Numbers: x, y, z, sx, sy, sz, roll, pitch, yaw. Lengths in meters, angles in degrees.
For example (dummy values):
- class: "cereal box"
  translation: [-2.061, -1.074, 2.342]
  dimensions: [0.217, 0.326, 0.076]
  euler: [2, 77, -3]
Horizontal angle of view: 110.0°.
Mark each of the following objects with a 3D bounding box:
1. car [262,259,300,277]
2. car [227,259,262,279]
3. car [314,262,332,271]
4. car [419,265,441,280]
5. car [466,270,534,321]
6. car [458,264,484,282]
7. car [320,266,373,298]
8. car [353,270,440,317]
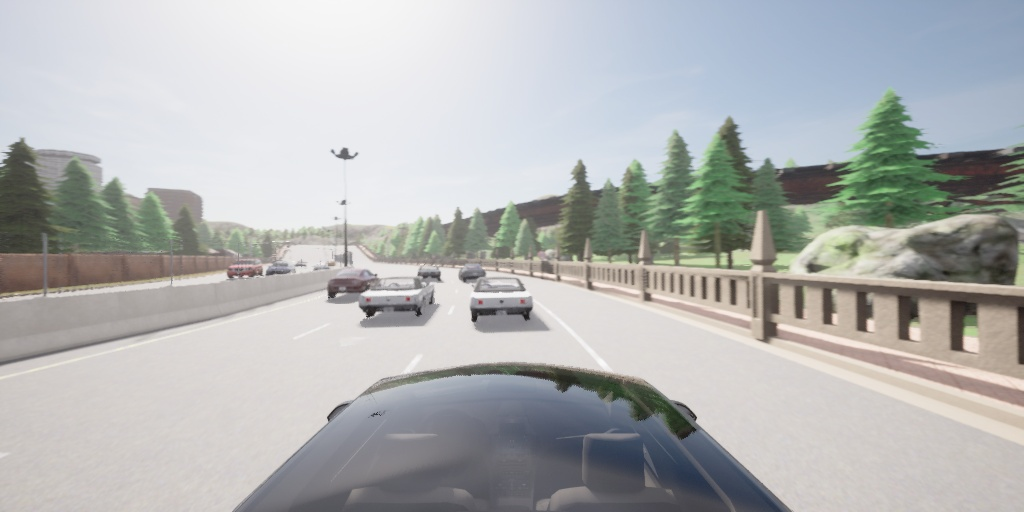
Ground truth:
- class: "car"
  translation: [-24.476, 1.412, 38.109]
  dimensions: [2.097, 1.767, 4.553]
  euler: [-1, 0, -22]
- class: "car"
  translation: [-28.297, 1.330, 38.253]
  dimensions: [2.150, 2.045, 5.566]
  euler: [-1, 0, -23]
- class: "car"
  translation: [-23.828, 1.539, 45.206]
  dimensions: [2.128, 1.511, 4.902]
  euler: [-1, 0, -25]
- class: "car"
  translation: [-7.225, 1.434, 31.060]
  dimensions: [1.895, 1.301, 4.718]
  euler: [-1, 0, -15]
- class: "car"
  translation: [-0.479, 1.353, 12.551]
  dimensions: [1.895, 1.301, 4.718]
  euler: [-1, 0, -5]
- class: "car"
  translation: [-3.305, 1.344, 29.575]
  dimensions: [1.994, 1.385, 4.181]
  euler: [-1, 0, -13]
- class: "car"
  translation: [-8.334, 1.379, 19.211]
  dimensions: [1.812, 1.442, 4.674]
  euler: [-1, 0, -8]
- class: "car"
  translation: [-4.066, 1.400, 13.481]
  dimensions: [1.895, 1.301, 4.718]
  euler: [-1, 0, -5]
